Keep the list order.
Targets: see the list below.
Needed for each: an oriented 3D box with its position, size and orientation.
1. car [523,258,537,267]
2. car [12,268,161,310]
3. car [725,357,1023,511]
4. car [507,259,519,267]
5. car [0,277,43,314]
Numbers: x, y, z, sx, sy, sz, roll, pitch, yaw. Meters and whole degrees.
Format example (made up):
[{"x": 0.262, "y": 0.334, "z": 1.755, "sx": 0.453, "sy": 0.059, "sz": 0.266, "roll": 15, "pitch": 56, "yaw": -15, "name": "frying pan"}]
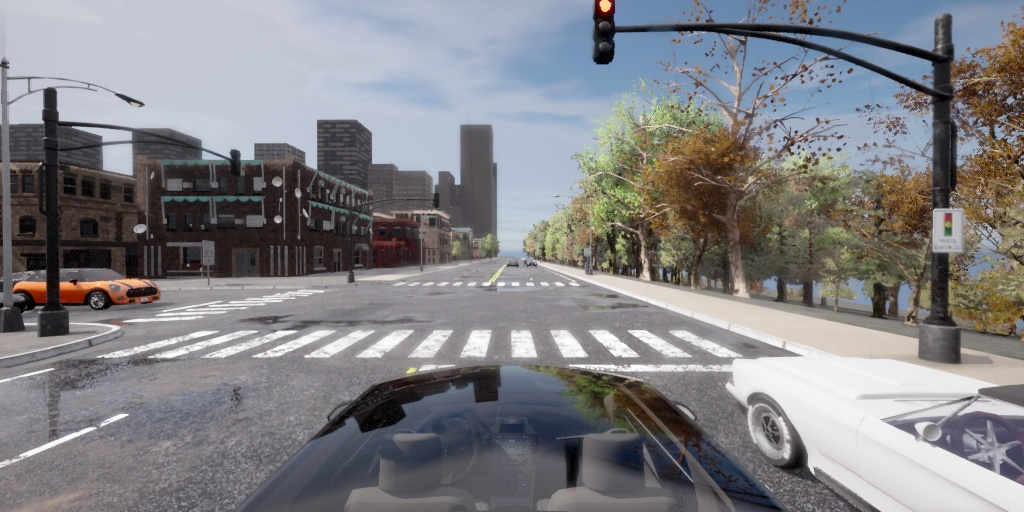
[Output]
[{"x": 3.420, "y": 1.327, "z": 63.698, "sx": 1.895, "sy": 1.301, "sz": 4.718, "roll": 0, "pitch": 0, "yaw": 0, "name": "car"}, {"x": -17.966, "y": 1.301, "z": 15.296, "sx": 4.553, "sy": 1.767, "sz": 2.097, "roll": -1, "pitch": 1, "yaw": -1, "name": "car"}, {"x": 3.350, "y": 1.351, "z": 1.913, "sx": 1.895, "sy": 1.301, "sz": 4.718, "roll": 0, "pitch": 0, "yaw": 0, "name": "car"}, {"x": 0.158, "y": 1.290, "z": 63.420, "sx": 1.994, "sy": 1.385, "sz": 4.181, "roll": 0, "pitch": 0, "yaw": 1, "name": "car"}, {"x": -19.936, "y": 1.565, "z": 12.562, "sx": 4.313, "sy": 1.339, "sz": 1.948, "roll": 0, "pitch": 0, "yaw": 0, "name": "car"}]
